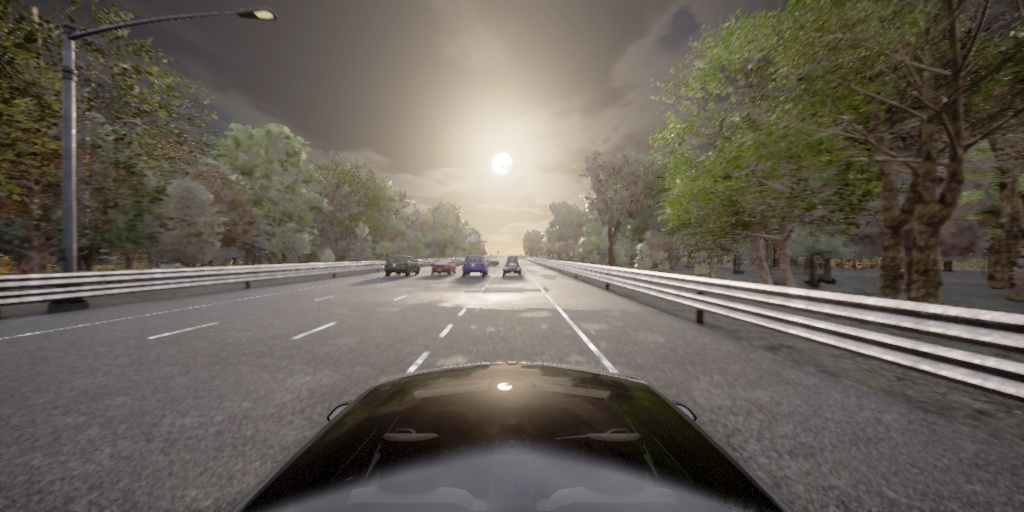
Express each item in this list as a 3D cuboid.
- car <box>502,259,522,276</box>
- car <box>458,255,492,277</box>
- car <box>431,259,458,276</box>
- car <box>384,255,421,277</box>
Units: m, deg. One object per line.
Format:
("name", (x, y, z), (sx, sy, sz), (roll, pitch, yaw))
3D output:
("car", (0.036, 1.290, 35.926), (1.895, 1.301, 4.718), (0, 0, 1))
("car", (-3.473, 0.915, 34.843), (2.150, 2.045, 5.566), (0, 1, 0))
("car", (-6.951, 1.164, 37.004), (1.882, 1.535, 5.008), (0, 0, 1))
("car", (-10.475, 0.915, 34.632), (2.150, 2.045, 5.566), (0, 0, 0))
